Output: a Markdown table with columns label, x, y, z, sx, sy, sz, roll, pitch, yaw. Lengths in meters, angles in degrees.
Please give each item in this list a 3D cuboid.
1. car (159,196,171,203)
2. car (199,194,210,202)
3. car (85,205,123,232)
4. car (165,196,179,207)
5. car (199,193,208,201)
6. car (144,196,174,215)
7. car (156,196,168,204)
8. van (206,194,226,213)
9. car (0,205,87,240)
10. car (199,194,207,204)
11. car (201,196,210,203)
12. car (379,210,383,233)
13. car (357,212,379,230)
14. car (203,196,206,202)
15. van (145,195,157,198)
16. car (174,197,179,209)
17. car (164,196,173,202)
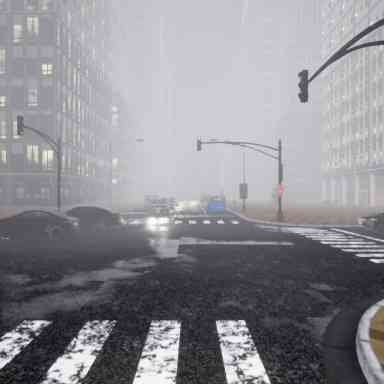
| label | x | y | z | sx | sy | sz | roll | pitch | yaw |
| --- | --- | --- | --- | --- | --- | --- | --- | --- | --- |
| car | -5.612 | 1.548 | 69.157 | 2.008 | 1.369 | 4.403 | 0 | 0 | 0 |
| car | 2.796 | 1.312 | 74.657 | 2.192 | 1.841 | 5.009 | 0 | 0 | 0 |
| car | -6.453 | 1.522 | 19.634 | 4.674 | 1.442 | 1.812 | 0 | 0 | -1 |
| car | -3.089 | 1.477 | 53.193 | 1.882 | 1.535 | 5.008 | 0 | 0 | 1 |
| car | 2.850 | 1.309 | 85.736 | 2.192 | 1.841 | 5.009 | 0 | 0 | 0 |
| car | -3.204 | 1.491 | 33.268 | 2.128 | 1.511 | 4.902 | 0 | 0 | -1 |
| car | -5.639 | 1.564 | 63.618 | 1.947 | 1.339 | 4.313 | 0 | 0 | 0 |
| van | 2.722 | 1.341 | 35.886 | 1.690 | 1.788 | 3.998 | 0 | 0 | 0 |
| car | -7.716 | 1.533 | 16.371 | 4.181 | 1.385 | 1.994 | 1 | 0 | -1 |
| car | 2.742 | 1.313 | 63.578 | 2.192 | 1.841 | 5.009 | 0 | 0 | 0 |
| car | 2.768 | 1.542 | 69.117 | 1.887 | 1.381 | 4.507 | 0 | 0 | 0 |
| car | 12.973 | 1.334 | 16.788 | 5.566 | 2.045 | 2.150 | 0 | 0 | -1 |
| car | 12.572 | 1.617 | 20.027 | 4.902 | 1.511 | 2.128 | 0 | 0 | -1 |
| car | 2.658 | 1.544 | 41.424 | 1.887 | 1.381 | 4.507 | 0 | 0 | 0 |
| van | -5.718 | 1.341 | 47.001 | 1.690 | 1.788 | 3.998 | 0 | 0 | 0 |
| car | -3.148 | 1.547 | 43.054 | 2.033 | 1.411 | 5.357 | 0 | 0 | 0 |
| car | -5.558 | 1.578 | 80.236 | 1.802 | 1.307 | 4.206 | 0 | 0 | 0 |
